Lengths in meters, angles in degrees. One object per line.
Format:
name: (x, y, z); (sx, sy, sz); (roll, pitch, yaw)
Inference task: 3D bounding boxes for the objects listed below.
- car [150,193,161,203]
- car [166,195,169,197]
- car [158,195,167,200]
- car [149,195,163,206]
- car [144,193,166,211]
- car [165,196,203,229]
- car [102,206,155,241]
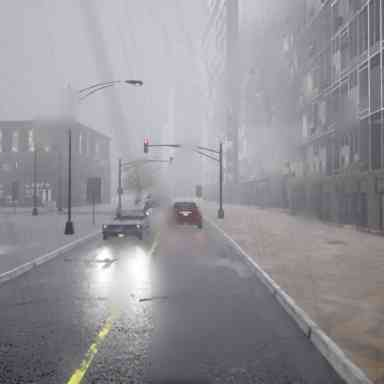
car: (-7.850, 1.207, 70.786); (2.150, 2.045, 5.566); (0, 0, -8)
car: (-6.057, 1.454, 77.352); (1.882, 1.535, 5.008); (0, 0, -9)
car: (-7.780, 1.404, 87.652); (1.895, 1.301, 4.718); (0, 0, -11)
car: (-6.023, 1.342, 55.616); (2.097, 1.767, 4.553); (0, 0, -6)
car: (-4.565, 1.218, 40.483); (2.150, 2.045, 5.566); (0, 0, -5)
car: (-0.531, 1.356, 21.908); (2.097, 1.767, 4.553); (0, 0, -4)
car: (-3.175, 1.603, 16.830); (1.895, 1.301, 4.718); (0, 0, -2)
